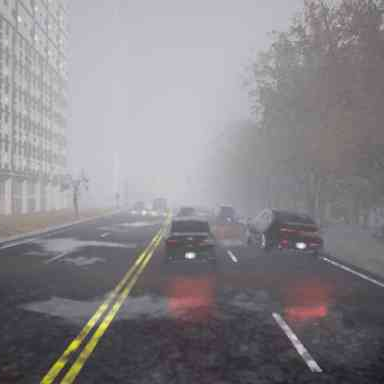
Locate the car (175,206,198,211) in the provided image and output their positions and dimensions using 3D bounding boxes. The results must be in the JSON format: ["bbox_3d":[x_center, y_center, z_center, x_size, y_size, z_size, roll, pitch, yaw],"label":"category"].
[{"bbox_3d":[-0.442,1.894,28.060,1.812,1.442,4.674,0,-1,-1],"label":"car"}]

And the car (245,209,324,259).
[{"bbox_3d":[3.266,1.425,12.421,1.837,1.490,4.892,6,-1,-1],"label":"car"}]

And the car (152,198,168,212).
[{"bbox_3d":[-4.806,1.887,50.195,2.150,2.045,5.566,0,-1,-3],"label":"car"}]

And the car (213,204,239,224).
[{"bbox_3d":[2.844,1.781,28.079,1.812,1.442,4.674,3,4,-1],"label":"car"}]

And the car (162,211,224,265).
[{"bbox_3d":[-0.072,1.669,12.376,1.837,1.490,4.892,0,0,-1],"label":"car"}]

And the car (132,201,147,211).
[{"bbox_3d":[-8.147,2.165,51.927,1.882,1.535,5.008,0,-1,-3],"label":"car"}]
